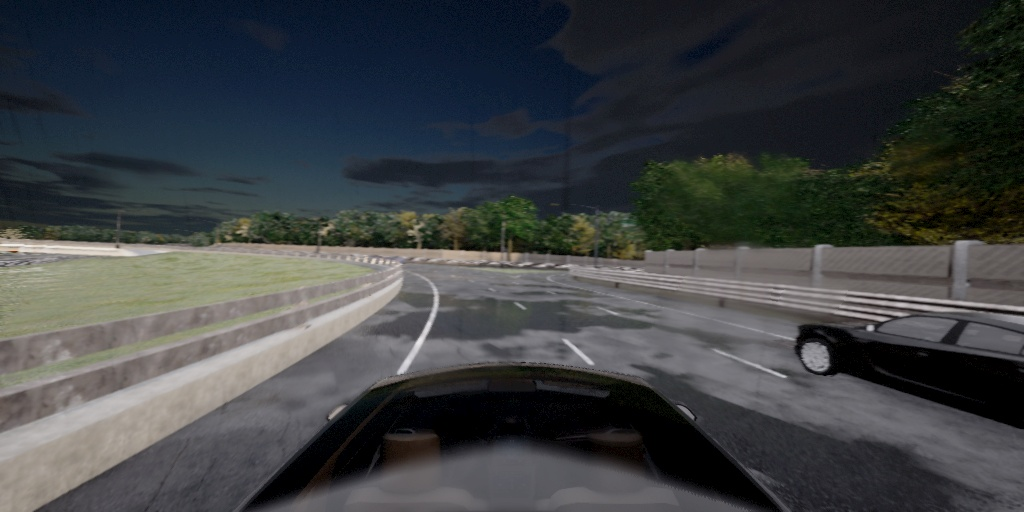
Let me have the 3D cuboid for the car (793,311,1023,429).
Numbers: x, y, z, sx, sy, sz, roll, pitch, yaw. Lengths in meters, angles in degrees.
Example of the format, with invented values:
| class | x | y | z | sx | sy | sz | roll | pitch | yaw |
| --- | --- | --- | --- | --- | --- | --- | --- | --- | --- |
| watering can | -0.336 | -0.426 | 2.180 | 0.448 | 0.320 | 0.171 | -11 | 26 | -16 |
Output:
| class | x | y | z | sx | sy | sz | roll | pitch | yaw |
| --- | --- | --- | --- | --- | --- | --- | --- | --- | --- |
| car | 6.908 | 1.566 | 5.379 | 1.882 | 1.535 | 5.008 | 3 | 0 | -5 |
